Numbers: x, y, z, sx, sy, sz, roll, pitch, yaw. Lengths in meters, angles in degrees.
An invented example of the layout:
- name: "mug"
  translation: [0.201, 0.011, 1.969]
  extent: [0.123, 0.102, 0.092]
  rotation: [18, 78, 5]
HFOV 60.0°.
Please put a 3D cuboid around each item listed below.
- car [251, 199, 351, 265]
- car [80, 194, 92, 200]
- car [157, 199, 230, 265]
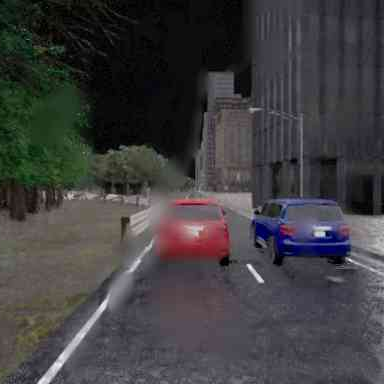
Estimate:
- name: "car"
  translation: [3.562, 1.241, 11.880]
  extent: [2.150, 2.045, 5.566]
  rotation: [0, 0, 1]
- name: "car"
  translation: [-26.910, 1.115, 85.004]
  extent: [5.008, 1.535, 1.882]
  rotation: [1, 1, 44]
- name: "car"
  translation: [0.063, 1.241, 11.846]
  extent: [2.150, 2.045, 5.566]
  rotation: [0, 0, 0]
